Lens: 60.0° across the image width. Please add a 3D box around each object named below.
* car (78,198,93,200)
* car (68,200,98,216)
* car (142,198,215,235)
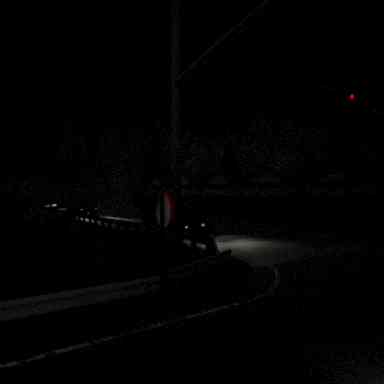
[{"bbox_3d":[-16.422,1.705,50.541,1.837,1.490,4.892,0,0,18],"label":"car"},{"bbox_3d":[-11.509,1.793,34.956,1.895,1.301,4.718,0,0,-35],"label":"car"},{"bbox_3d":[-0.993,1.413,20.017,2.150,2.045,5.566,0,0,-35],"label":"car"}]
